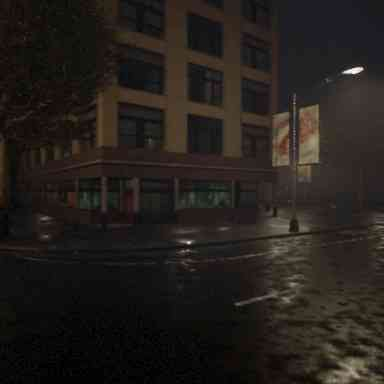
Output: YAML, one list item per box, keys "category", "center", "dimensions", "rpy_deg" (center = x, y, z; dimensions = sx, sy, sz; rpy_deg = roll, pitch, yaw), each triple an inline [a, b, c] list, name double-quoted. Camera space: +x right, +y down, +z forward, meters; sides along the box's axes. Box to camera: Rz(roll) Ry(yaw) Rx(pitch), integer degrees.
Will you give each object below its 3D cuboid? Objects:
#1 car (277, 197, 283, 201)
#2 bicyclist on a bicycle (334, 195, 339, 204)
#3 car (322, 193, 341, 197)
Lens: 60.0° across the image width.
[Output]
- category: "car"
  center: [21.408, 1.540, 86.325]
  dimensions: [2.161, 1.482, 4.786]
  rpy_deg: [0, 0, -36]
- category: "bicyclist on a bicycle"
  center: [26.097, 1.405, 60.220]
  dimensions: [1.656, 1.620, 0.582]
  rpy_deg: [0, 0, -36]
- category: "car"
  center: [31.883, 1.453, 78.840]
  dimensions: [2.002, 1.452, 4.674]
  rpy_deg: [0, 0, -36]
